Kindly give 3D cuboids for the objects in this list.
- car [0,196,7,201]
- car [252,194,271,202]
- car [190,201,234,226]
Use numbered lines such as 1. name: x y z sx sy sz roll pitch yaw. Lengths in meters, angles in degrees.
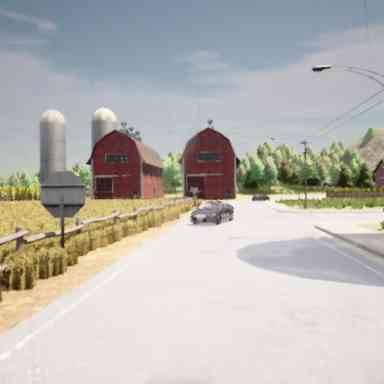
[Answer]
1. car: -44.828 1.629 76.428 4.181 1.385 1.994 -1 0 -18
2. car: 12.977 1.049 62.398 1.812 1.442 4.674 0 0 42
3. car: 1.425 1.366 22.496 2.128 1.511 4.902 -1 0 23
